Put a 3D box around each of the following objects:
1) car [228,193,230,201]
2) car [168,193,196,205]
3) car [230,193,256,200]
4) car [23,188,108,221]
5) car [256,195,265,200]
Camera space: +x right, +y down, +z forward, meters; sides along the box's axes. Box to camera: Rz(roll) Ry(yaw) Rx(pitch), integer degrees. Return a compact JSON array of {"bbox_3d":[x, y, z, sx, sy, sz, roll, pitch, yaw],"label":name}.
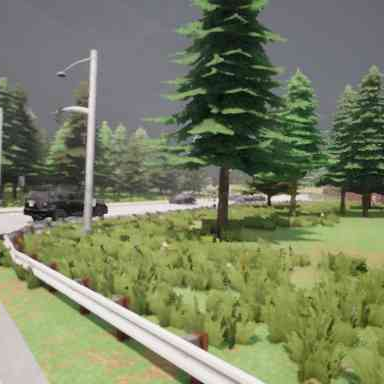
[{"bbox_3d":[6.723,0.943,59.373,1.882,1.535,5.008,3,1,24],"label":"car"},{"bbox_3d":[-1.204,0.911,42.474,1.882,1.535,5.008,3,2,26],"label":"car"},{"bbox_3d":[8.401,1.151,54.482,2.033,1.411,5.357,3,1,25],"label":"car"},{"bbox_3d":[-7.846,0.820,21.261,2.150,2.045,5.566,3,1,28],"label":"car"},{"bbox_3d":[12.689,1.135,64.018,2.033,1.411,5.357,3,1,25],"label":"car"}]
